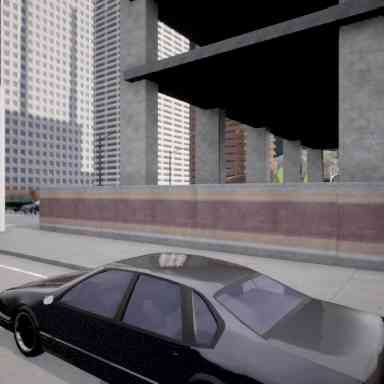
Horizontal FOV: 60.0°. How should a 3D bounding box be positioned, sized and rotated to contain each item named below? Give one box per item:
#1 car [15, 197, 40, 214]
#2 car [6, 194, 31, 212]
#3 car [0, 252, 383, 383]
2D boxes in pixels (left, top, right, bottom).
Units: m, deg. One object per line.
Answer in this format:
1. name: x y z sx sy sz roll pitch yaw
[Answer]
1. car: -15.732 1.526 35.357 1.812 1.442 4.674 0 0 36
2. car: -19.873 1.221 35.634 2.150 2.045 5.566 0 0 36
3. car: -0.411 1.547 4.285 5.357 1.411 2.033 0 0 35
